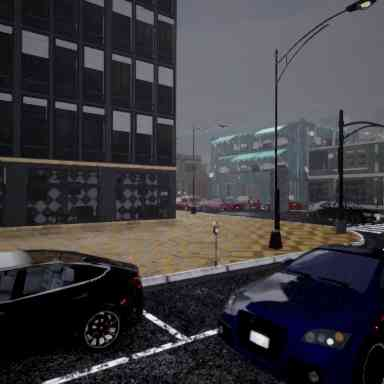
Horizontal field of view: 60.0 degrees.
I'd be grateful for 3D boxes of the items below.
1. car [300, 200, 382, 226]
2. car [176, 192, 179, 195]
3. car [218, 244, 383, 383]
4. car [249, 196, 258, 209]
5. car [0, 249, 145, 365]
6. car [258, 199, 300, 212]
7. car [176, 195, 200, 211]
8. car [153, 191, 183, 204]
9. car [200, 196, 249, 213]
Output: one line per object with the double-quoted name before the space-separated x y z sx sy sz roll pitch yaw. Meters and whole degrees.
"car" 10.202 1.344 22.590 2.128 1.511 4.902 0 1 -32
"car" -0.559 1.100 47.586 2.008 1.369 4.403 1 0 -36
"car" 2.422 1.564 5.107 4.181 1.385 1.994 0 0 -35
"car" 5.997 1.130 38.639 1.967 1.590 4.097 1 0 -36
"car" -2.753 1.566 4.592 4.313 1.339 1.947 0 0 -35
"car" 9.273 1.340 34.163 1.802 1.307 4.206 1 0 -36
"car" -0.765 1.230 33.686 1.802 1.307 4.206 1 0 -36
"car" -3.831 0.793 52.060 2.192 1.841 5.009 1 0 -36
"car" 3.103 1.262 32.778 1.994 1.385 4.181 0 1 -36
